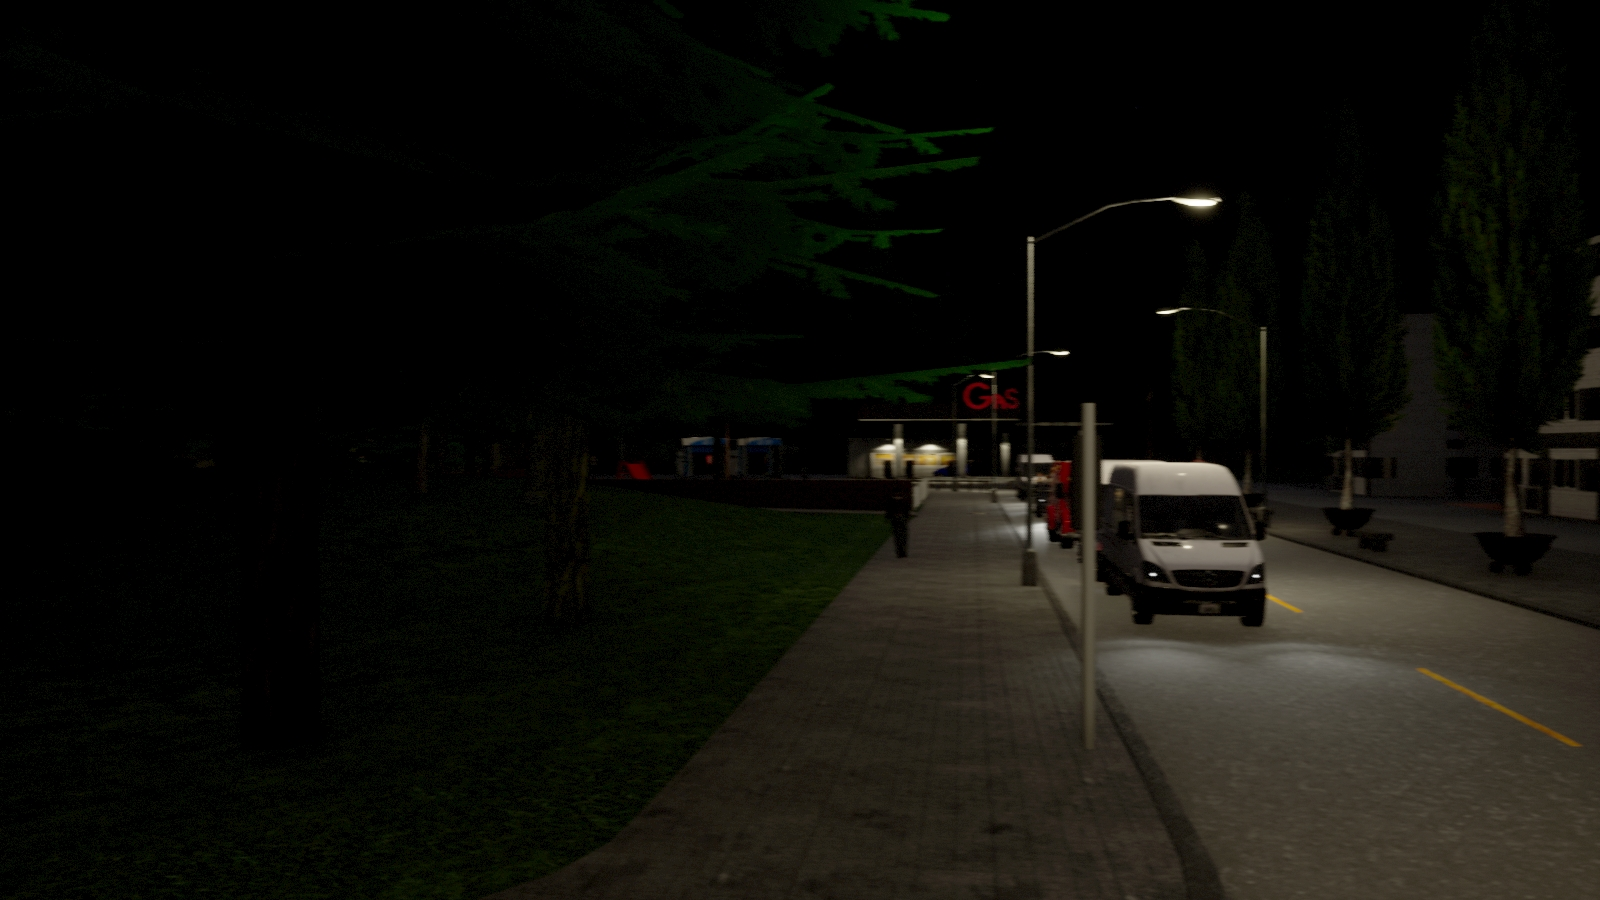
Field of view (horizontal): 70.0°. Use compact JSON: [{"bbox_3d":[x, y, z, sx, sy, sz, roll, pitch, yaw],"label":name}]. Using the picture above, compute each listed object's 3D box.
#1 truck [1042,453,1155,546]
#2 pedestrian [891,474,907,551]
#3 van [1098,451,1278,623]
[{"bbox_3d":[8.561,1.333,33.276,2.627,2.467,5.204,0,0,8],"label":"truck"},{"bbox_3d":[2.428,1.514,27.971,0.375,1.860,0.375,0,0,8],"label":"pedestrian"},{"bbox_3d":[6.609,1.305,20.179,1.988,2.561,5.915,0,0,8],"label":"van"}]
